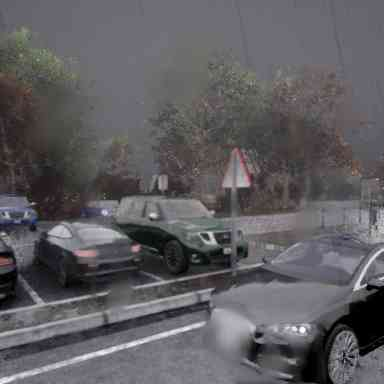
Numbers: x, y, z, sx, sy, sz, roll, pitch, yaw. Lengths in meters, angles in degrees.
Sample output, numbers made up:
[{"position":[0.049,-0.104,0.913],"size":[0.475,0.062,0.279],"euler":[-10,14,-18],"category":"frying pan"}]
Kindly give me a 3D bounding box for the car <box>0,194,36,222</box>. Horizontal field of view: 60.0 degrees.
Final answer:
[{"position":[-10.532,1.168,19.198],"size":[2.435,2.045,5.566],"euler":[0,0,-36],"category":"car"}]

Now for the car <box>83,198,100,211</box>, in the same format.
[{"position":[-5.835,1.282,22.566],"size":[2.185,1.767,4.553],"euler":[1,0,-36],"category":"car"}]

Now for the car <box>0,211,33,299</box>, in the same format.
[{"position":[-5.273,1.420,7.506],"size":[2.097,1.535,5.008],"euler":[0,0,-36],"category":"car"}]

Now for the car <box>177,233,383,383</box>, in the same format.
[{"position":[2.427,1.501,5.406],"size":[4.902,1.511,2.128],"euler":[0,0,-35],"category":"car"}]

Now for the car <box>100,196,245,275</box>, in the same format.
[{"position":[-0.686,1.167,10.809],"size":[2.435,2.045,5.566],"euler":[0,0,-36],"category":"car"}]

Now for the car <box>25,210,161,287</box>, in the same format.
[{"position":[-2.987,1.459,9.170],"size":[2.002,1.452,4.674],"euler":[0,0,-36],"category":"car"}]
